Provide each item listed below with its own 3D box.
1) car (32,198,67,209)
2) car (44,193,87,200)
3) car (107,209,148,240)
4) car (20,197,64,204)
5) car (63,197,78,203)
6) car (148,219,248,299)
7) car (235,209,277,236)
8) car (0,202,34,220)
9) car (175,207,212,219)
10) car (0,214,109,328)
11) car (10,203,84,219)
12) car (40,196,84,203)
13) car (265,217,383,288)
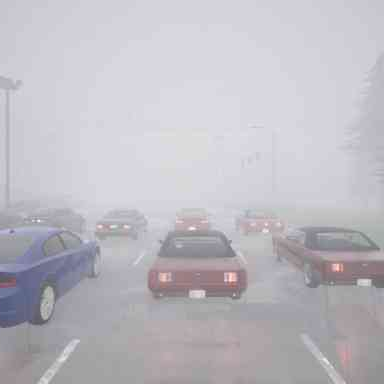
[{"bbox_3d":[-19.396,1.564,45.566,4.181,1.385,1.994,0,0,-16],"label":"car"},{"bbox_3d":[-19.108,1.222,49.837,5.566,2.045,2.150,0,1,-27],"label":"car"},{"bbox_3d":[-3.429,1.547,16.928,2.033,1.411,5.357,0,0,0],"label":"car"},{"bbox_3d":[-16.671,1.548,34.943,5.357,1.411,2.033,0,0,-13],"label":"car"},{"bbox_3d":[-15.933,1.564,39.090,4.181,1.385,1.994,0,0,-19],"label":"car"},{"bbox_3d":[0.091,1.601,8.376,1.895,1.301,4.718,0,0,0],"label":"car"},{"bbox_3d":[3.542,1.601,18.336,1.895,1.301,4.718,0,0,-1],"label":"car"},{"bbox_3d":[-10.436,1.491,16.959,2.128,1.511,4.902,0,0,0],"label":"car"},{"bbox_3d":[0.053,1.526,17.479,1.812,1.442,4.674,0,0,1],"label":"car"},{"bbox_3d":[-3.407,1.478,7.118,1.882,1.535,5.008,0,0,0],"label":"car"},{"bbox_3d":[-6.935,1.505,16.975,1.837,1.490,4.892,0,0,0],"label":"car"},{"bbox_3d":[-16.956,1.547,42.432,5.357,1.411,2.033,0,0,-20],"label":"car"},{"bbox_3d":[3.592,1.601,9.168,1.895,1.301,4.718,0,0,0],"label":"car"}]
